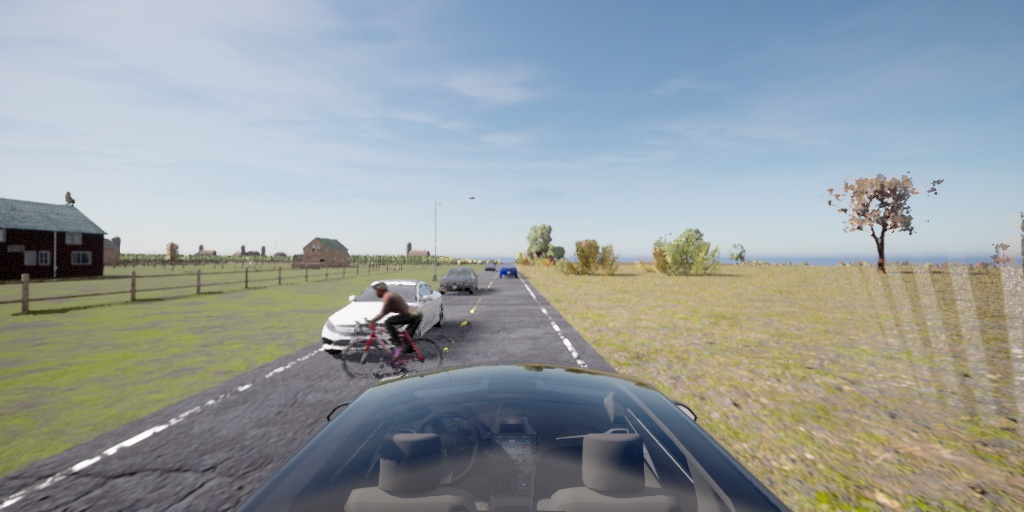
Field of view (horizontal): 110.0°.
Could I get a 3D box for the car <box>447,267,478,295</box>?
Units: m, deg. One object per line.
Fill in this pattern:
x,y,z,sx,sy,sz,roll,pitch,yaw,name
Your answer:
-3.070,1.441,21.504,1.837,1.490,4.892,0,-1,0,car

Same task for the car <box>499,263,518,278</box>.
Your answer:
-0.358,1.584,39.268,1.882,1.535,5.008,0,-1,-1,car

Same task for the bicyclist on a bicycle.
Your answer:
-1.979,1.244,5.903,1.656,1.620,0.582,-2,0,-1,bicyclist on a bicycle

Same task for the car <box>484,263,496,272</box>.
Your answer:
-3.540,1.890,59.407,2.033,1.411,5.357,0,-1,0,car

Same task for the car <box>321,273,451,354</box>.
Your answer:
-2.929,1.345,9.131,1.812,1.442,4.674,0,0,0,car
